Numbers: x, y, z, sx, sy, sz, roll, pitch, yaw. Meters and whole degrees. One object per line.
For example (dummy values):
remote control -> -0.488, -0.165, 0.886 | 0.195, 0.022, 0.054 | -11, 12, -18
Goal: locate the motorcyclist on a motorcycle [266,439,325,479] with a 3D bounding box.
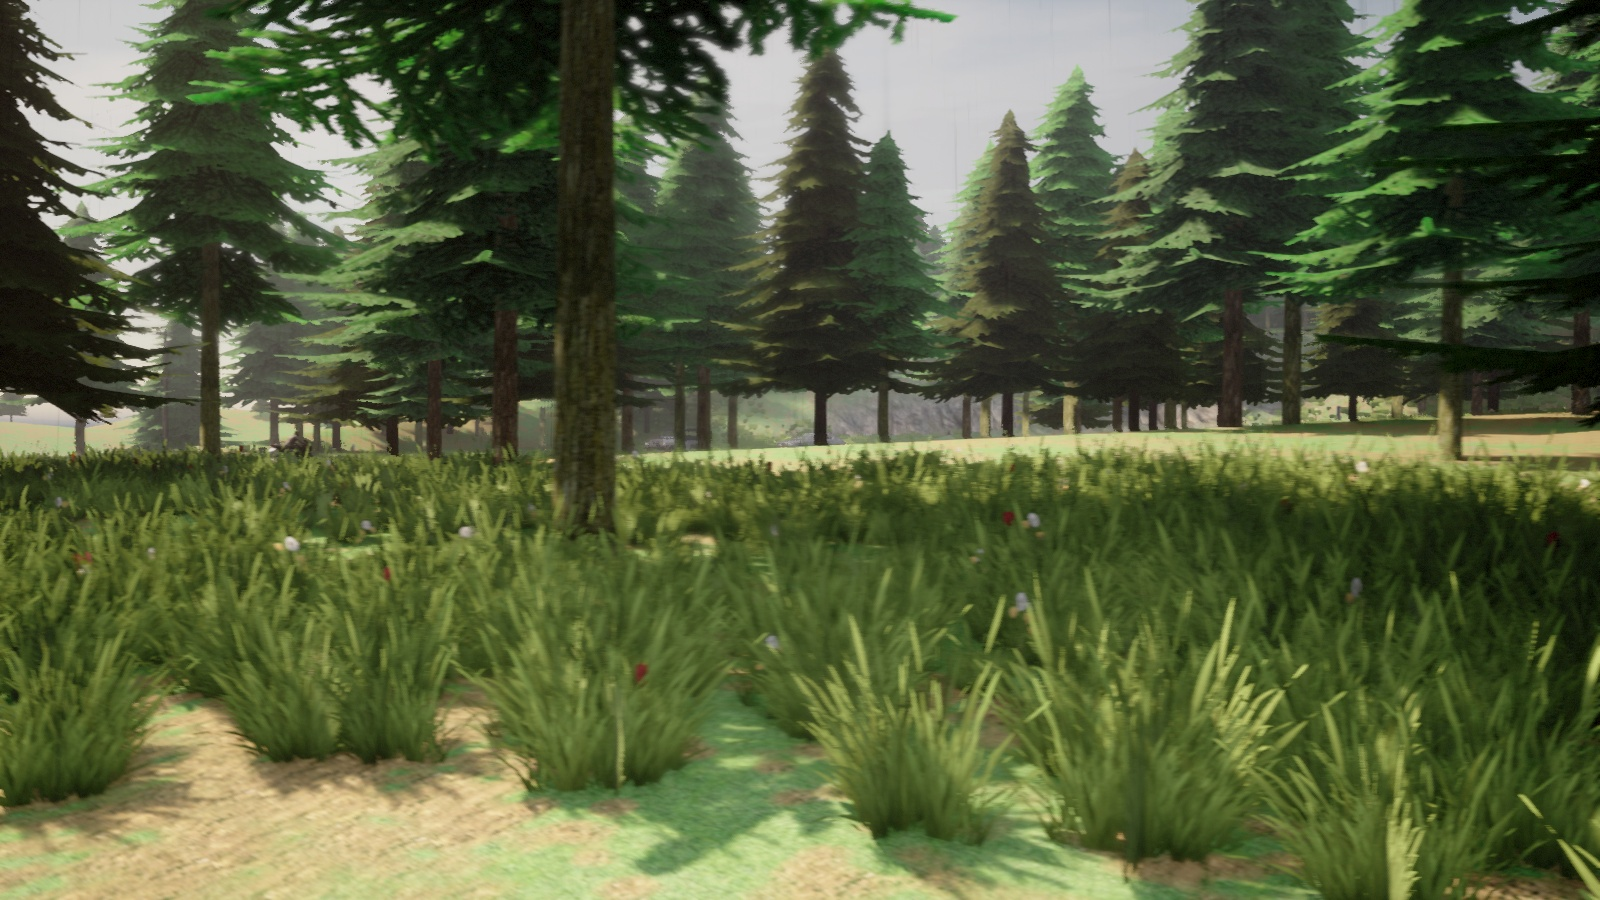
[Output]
motorcyclist on a motorcycle -> -20.000, 0.355, 49.825 | 0.797, 1.523, 2.044 | 0, 1, 33

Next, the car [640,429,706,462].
car -> -7.538, -0.286, 74.839 | 1.905, 1.878, 3.866 | 0, 1, 33

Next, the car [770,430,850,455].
car -> 0.684, -0.518, 85.128 | 5.027, 1.651, 2.152 | -1, 1, -33
